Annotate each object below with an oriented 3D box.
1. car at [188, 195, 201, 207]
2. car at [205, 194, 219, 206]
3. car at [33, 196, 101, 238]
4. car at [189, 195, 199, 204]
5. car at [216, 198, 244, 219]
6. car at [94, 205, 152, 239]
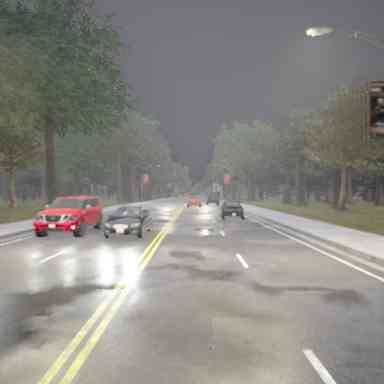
[{"bbox_3d":[0.376,1.426,52.381,2.097,1.767,4.553,0,0,0],"label":"car"},{"bbox_3d":[3.593,1.329,58.383,2.150,2.045,5.566,0,-1,1],"label":"car"},{"bbox_3d":[-6.471,1.230,18.173,2.150,2.045,5.566,0,0,0],"label":"car"},{"bbox_3d":[0.453,1.476,67.633,2.097,1.767,4.553,0,0,1],"label":"car"},{"bbox_3d":[3.355,1.542,28.708,1.837,1.490,4.892,0,0,1],"label":"car"},{"bbox_3d":[-3.230,1.497,17.487,2.128,1.511,4.902,0,0,1],"label":"car"}]
